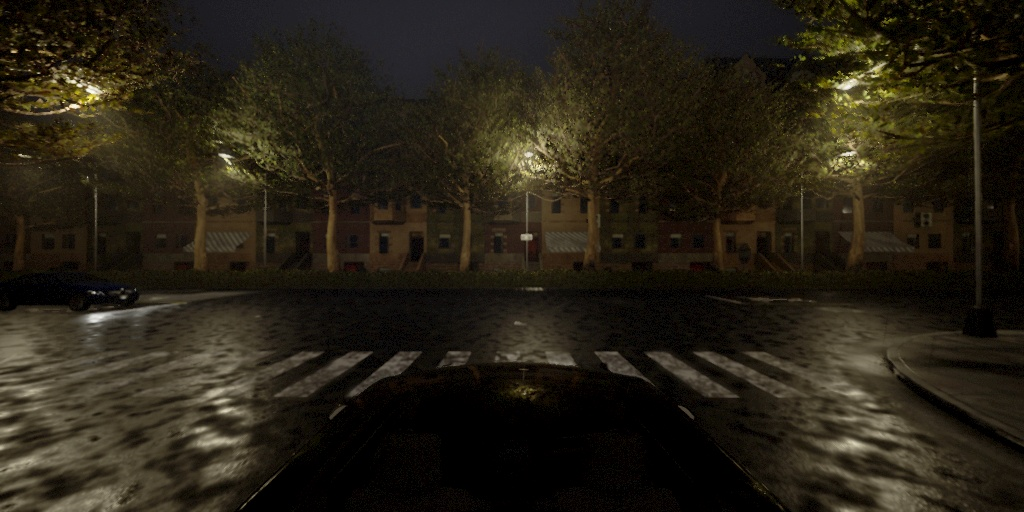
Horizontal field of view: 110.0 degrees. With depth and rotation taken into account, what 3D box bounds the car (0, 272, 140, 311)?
[{"bbox_3d":[-17.760,1.365,14.291,4.674,1.442,1.812,0,0,1],"label":"car"}]
